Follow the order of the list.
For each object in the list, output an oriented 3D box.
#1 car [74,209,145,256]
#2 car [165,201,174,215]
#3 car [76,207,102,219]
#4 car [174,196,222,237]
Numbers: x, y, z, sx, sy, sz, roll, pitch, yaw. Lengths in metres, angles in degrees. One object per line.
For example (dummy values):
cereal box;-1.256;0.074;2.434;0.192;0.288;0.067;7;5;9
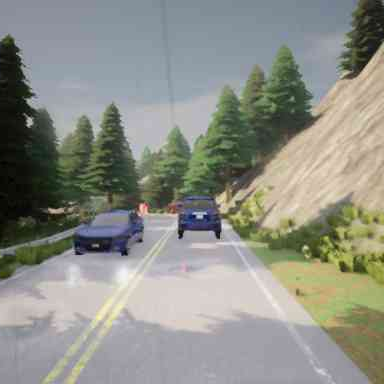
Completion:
car;-3.123;1.494;13.422;1.882;1.535;5.008;0;0;1
car;-1.675;1.757;37.000;1.812;1.442;4.674;2;-3;-17
car;-16.381;3.423;52.761;4.892;1.490;1.837;-10;-10;42
car;0.398;1.242;18.125;2.150;2.045;5.566;0;0;1
